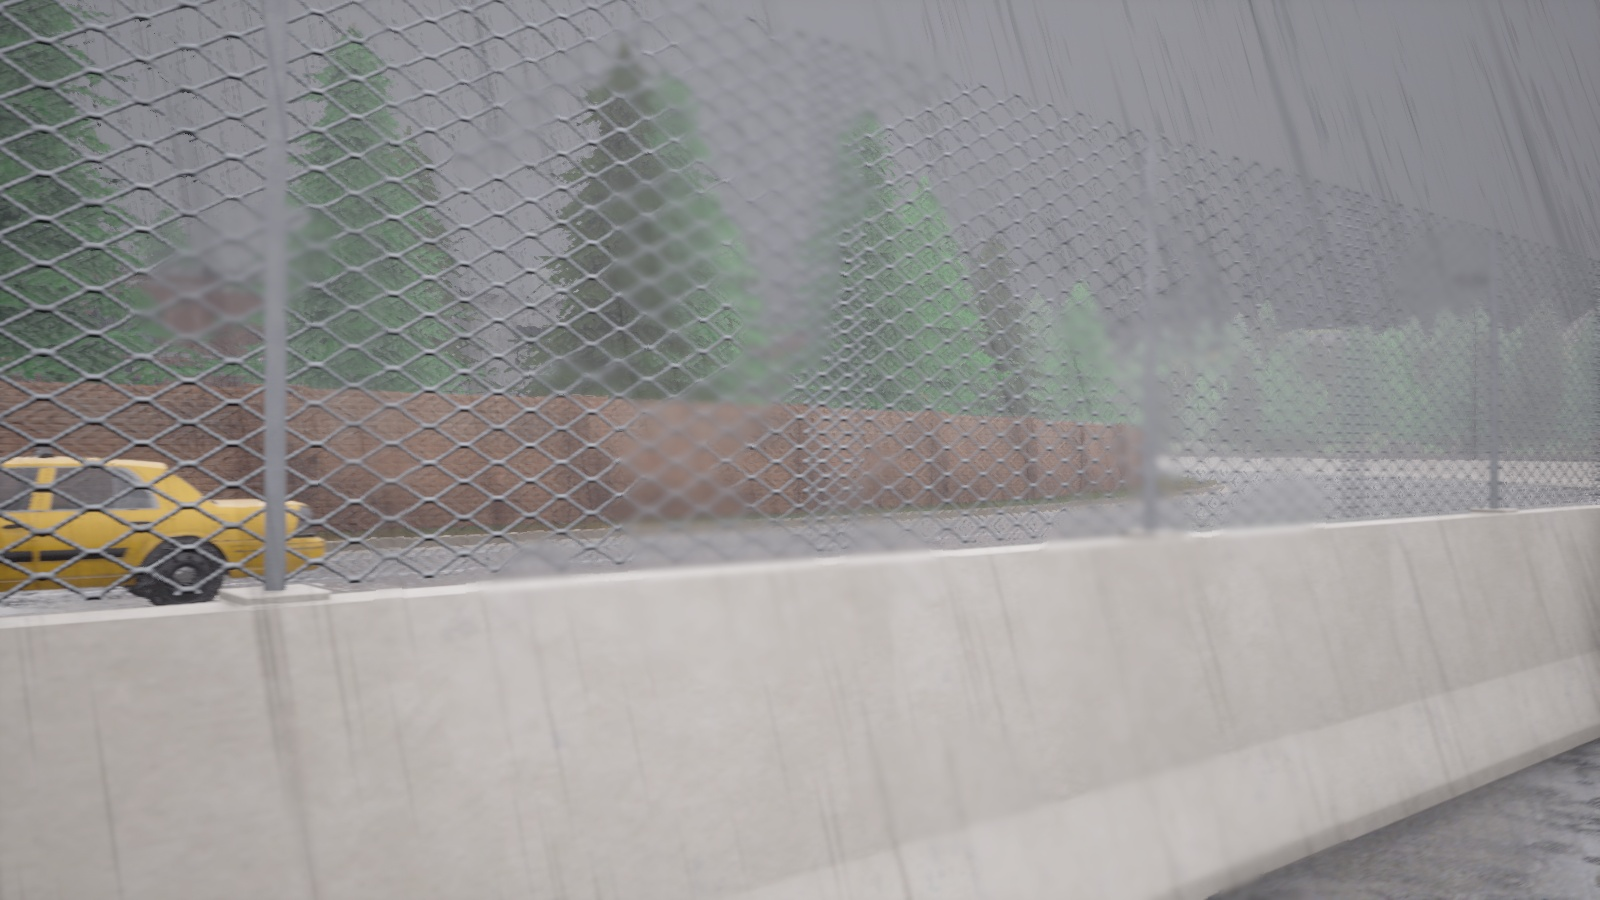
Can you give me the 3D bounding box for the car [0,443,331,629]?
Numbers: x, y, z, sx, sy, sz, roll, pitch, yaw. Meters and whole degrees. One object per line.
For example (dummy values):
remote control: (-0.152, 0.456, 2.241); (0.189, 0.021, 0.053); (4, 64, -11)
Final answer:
car: (-7.268, 0.731, 11.365); (5.366, 1.575, 1.801); (0, 0, -36)
